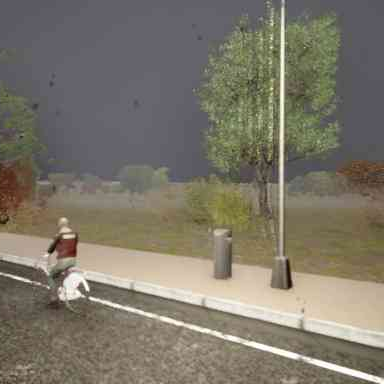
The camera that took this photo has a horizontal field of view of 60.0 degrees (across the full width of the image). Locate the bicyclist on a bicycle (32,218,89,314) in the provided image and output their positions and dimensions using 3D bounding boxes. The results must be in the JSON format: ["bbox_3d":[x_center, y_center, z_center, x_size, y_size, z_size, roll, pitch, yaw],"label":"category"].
[{"bbox_3d":[-2.612,1.379,6.459,1.843,1.776,0.659,0,0,35],"label":"bicyclist on a bicycle"}]
